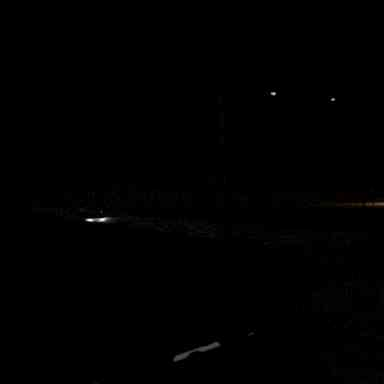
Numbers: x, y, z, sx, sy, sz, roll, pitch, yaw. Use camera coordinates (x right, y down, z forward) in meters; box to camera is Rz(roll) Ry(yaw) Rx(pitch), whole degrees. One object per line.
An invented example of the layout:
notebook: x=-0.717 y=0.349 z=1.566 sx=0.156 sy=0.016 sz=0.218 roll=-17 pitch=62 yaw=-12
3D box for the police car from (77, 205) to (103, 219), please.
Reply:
police car: x=-12.811 y=2.474 z=41.833 sx=2.038 sy=1.542 sz=4.974 roll=-2 pitch=0 yaw=-36
